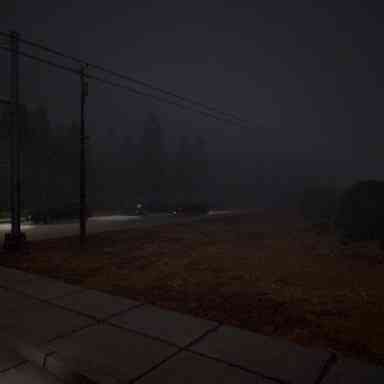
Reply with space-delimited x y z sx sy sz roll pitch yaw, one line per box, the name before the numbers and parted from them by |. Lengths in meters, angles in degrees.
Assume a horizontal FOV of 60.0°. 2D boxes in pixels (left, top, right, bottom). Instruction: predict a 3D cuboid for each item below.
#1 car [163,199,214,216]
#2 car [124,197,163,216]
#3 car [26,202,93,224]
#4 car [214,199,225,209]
car | -0.239 1.534 31.469 1.895 1.301 4.718 0 0 37
car | -4.358 1.304 32.123 2.097 1.767 4.553 0 0 37
car | -9.765 1.503 24.833 1.837 1.490 4.892 0 0 37
car | 2.121 1.494 40.842 1.895 1.301 4.718 0 0 37
